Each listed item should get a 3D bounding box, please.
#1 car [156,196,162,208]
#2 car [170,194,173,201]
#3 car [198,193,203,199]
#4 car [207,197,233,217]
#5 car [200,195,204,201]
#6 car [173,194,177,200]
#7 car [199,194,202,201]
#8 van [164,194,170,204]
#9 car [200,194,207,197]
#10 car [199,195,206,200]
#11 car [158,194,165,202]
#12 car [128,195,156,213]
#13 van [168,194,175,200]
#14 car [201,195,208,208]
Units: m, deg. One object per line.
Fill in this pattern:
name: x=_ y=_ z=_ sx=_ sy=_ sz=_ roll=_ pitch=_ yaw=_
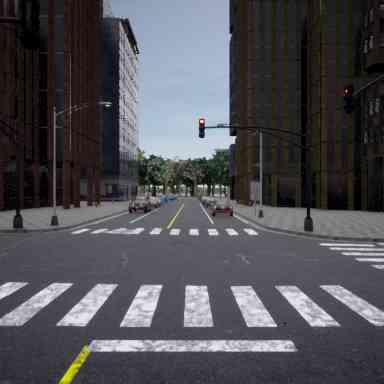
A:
car: x=-5.744 y=1.588 z=48.058 sx=1.802 sy=1.307 sz=4.206 roll=0 pitch=0 yaw=0
car: x=-5.735 y=1.566 z=69.809 sx=2.008 sy=1.369 sz=4.403 roll=0 pitch=0 yaw=0
car: x=2.792 y=1.544 z=75.412 sx=1.752 sy=1.417 sz=4.829 roll=0 pitch=0 yaw=0
car: x=2.775 y=1.442 z=31.742 sx=1.967 sy=1.590 sz=4.097 roll=0 pitch=0 yaw=0
car: x=2.784 y=1.553 z=53.492 sx=1.887 sy=1.381 sz=4.507 roll=0 pitch=0 yaw=0
car: x=-5.729 y=1.591 z=86.121 sx=1.947 sy=1.339 sz=4.313 roll=0 pitch=0 yaw=0
car: x=2.788 y=1.538 z=64.537 sx=1.752 sy=1.417 sz=4.829 roll=0 pitch=0 yaw=0
van: x=-5.738 y=1.354 z=64.371 sx=1.690 sy=1.788 sz=3.998 roll=0 pitch=0 yaw=0
car: x=2.786 y=1.555 z=58.930 sx=1.887 sy=1.381 sz=4.507 roll=0 pitch=0 yaw=0
car: x=2.798 y=1.555 z=91.725 sx=1.752 sy=1.417 sz=4.829 roll=0 pitch=0 yaw=0
car: x=-5.742 y=1.534 z=53.326 sx=1.752 sy=1.417 sz=4.829 roll=0 pitch=0 yaw=0
car: x=-5.748 y=1.318 z=37.183 sx=2.192 sy=1.841 sz=5.009 roll=0 pitch=0 yaw=0
van: x=-5.727 y=1.371 z=91.559 sx=1.690 sy=1.788 sz=3.998 roll=0 pitch=0 yaw=0
car: x=2.781 y=1.557 z=48.054 sx=2.008 sy=1.369 sz=4.403 roll=0 pitch=0 yaw=0
